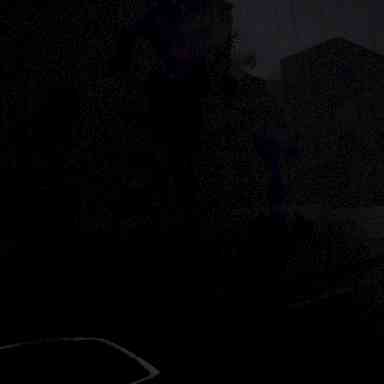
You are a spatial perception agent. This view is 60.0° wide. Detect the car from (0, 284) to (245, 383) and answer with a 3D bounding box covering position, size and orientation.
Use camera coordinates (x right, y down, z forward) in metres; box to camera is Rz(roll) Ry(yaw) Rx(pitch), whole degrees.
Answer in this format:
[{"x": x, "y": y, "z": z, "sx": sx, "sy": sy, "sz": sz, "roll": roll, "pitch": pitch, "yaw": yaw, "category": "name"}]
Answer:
[{"x": -1.851, "y": 1.503, "z": 1.939, "sx": 4.892, "sy": 1.490, "sz": 1.837, "roll": 0, "pitch": 0, "yaw": -35, "category": "car"}]
